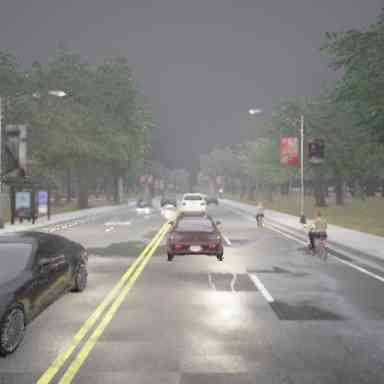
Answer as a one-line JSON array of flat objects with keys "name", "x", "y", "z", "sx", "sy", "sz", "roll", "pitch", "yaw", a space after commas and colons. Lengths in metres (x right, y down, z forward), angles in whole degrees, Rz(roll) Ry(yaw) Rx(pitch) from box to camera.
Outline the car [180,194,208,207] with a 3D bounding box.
[{"name": "car", "x": 0.102, "y": 1.179, "z": 30.907, "sx": 2.150, "sy": 2.045, "sz": 5.566, "roll": 0, "pitch": 0, "yaw": 0}]

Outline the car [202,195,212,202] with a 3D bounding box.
[{"name": "car", "x": 3.256, "y": 1.438, "z": 72.599, "sx": 2.128, "sy": 1.511, "sz": 4.902, "roll": 0, "pitch": 0, "yaw": 0}]

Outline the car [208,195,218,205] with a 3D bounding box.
[{"name": "car", "x": 3.355, "y": 1.432, "z": 56.044, "sx": 1.837, "sy": 1.490, "sz": 4.892, "roll": 0, "pitch": 0, "yaw": 0}]

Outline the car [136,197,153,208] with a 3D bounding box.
[{"name": "car", "x": -6.582, "y": 1.429, "z": 46.741, "sx": 2.128, "sy": 1.511, "sz": 4.902, "roll": 0, "pitch": 0, "yaw": 0}]

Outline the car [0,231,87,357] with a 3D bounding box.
[{"name": "car", "x": -3.350, "y": 1.517, "z": 6.131, "sx": 1.812, "sy": 1.442, "sz": 4.674, "roll": 0, "pitch": 0, "yaw": 0}]

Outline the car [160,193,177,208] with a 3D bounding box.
[{"name": "car", "x": -3.331, "y": 1.159, "z": 48.350, "sx": 2.150, "sy": 2.045, "sz": 5.566, "roll": 0, "pitch": 0, "yaw": 0}]

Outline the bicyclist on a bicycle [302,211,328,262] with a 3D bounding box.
[{"name": "bicyclist on a bicycle", "x": 4.163, "y": 1.421, "z": 11.070, "sx": 0.866, "sy": 1.612, "sz": 1.509, "roll": 0, "pitch": 0, "yaw": 0}]

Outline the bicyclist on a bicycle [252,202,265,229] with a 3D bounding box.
[{"name": "bicyclist on a bicycle", "x": 4.164, "y": 1.408, "z": 20.463, "sx": 0.866, "sy": 1.612, "sz": 1.509, "roll": 0, "pitch": 0, "yaw": 0}]

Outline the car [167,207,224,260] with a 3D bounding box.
[{"name": "car", "x": 0.101, "y": 1.508, "z": 12.171, "sx": 1.812, "sy": 1.442, "sz": 4.674, "roll": 0, "pitch": 0, "yaw": 0}]
